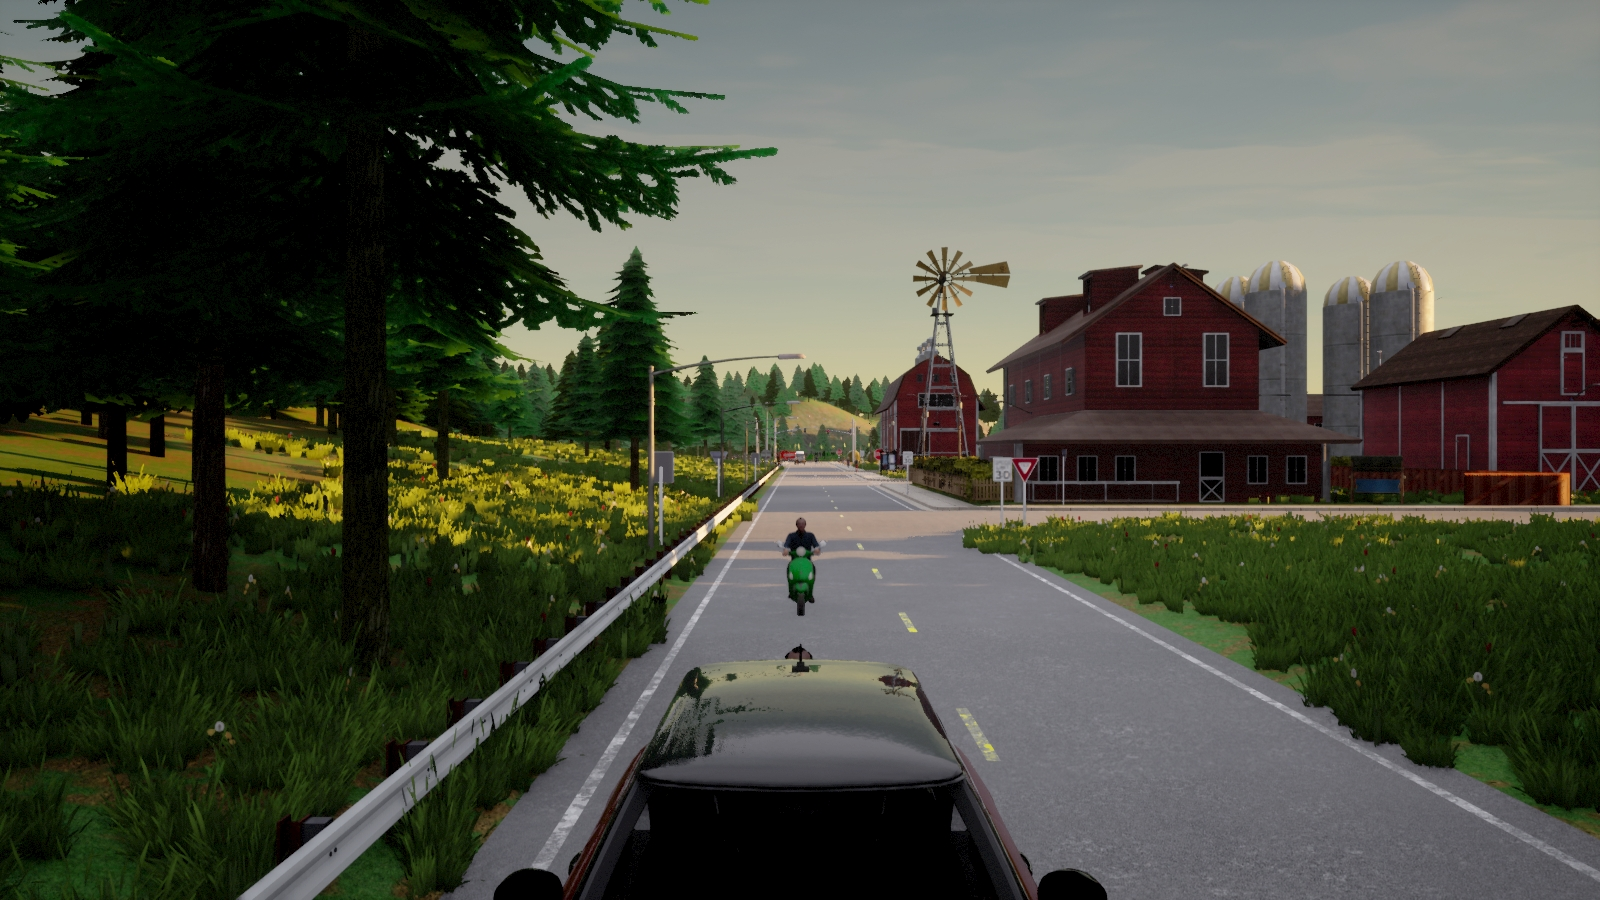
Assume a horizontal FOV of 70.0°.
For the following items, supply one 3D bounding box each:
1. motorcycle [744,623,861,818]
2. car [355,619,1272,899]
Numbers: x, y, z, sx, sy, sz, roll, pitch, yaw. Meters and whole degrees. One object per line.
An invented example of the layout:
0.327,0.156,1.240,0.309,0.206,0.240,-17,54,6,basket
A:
0.014,2.231,9.842,0.867,1.251,2.209,-1,-3,0,motorcycle
0.032,1.899,4.503,2.097,1.767,4.553,0,0,0,car
